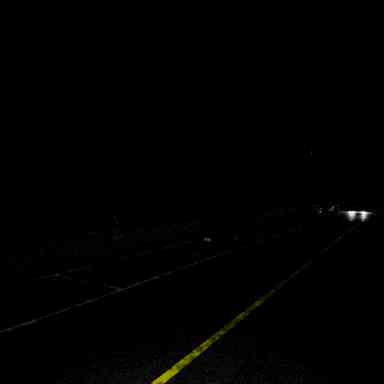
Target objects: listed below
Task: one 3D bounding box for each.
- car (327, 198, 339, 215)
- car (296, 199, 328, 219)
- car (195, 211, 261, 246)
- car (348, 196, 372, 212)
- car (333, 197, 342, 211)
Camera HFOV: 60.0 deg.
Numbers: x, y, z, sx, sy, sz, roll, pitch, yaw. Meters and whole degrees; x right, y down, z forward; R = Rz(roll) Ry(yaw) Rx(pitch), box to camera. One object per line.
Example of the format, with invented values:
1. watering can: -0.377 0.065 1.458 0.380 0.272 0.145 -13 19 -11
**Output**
1. car: 13.420 1.567 34.167 1.947 1.339 4.313 0 0 32
2. car: 10.513 1.583 29.468 1.802 1.307 4.206 0 0 32
3. car: 1.793 1.566 15.372 1.947 1.339 4.313 0 0 32
4. car: 19.762 1.567 39.375 1.994 1.385 4.181 0 0 32
5. car: 16.326 1.442 38.865 1.967 1.590 4.097 0 0 32
